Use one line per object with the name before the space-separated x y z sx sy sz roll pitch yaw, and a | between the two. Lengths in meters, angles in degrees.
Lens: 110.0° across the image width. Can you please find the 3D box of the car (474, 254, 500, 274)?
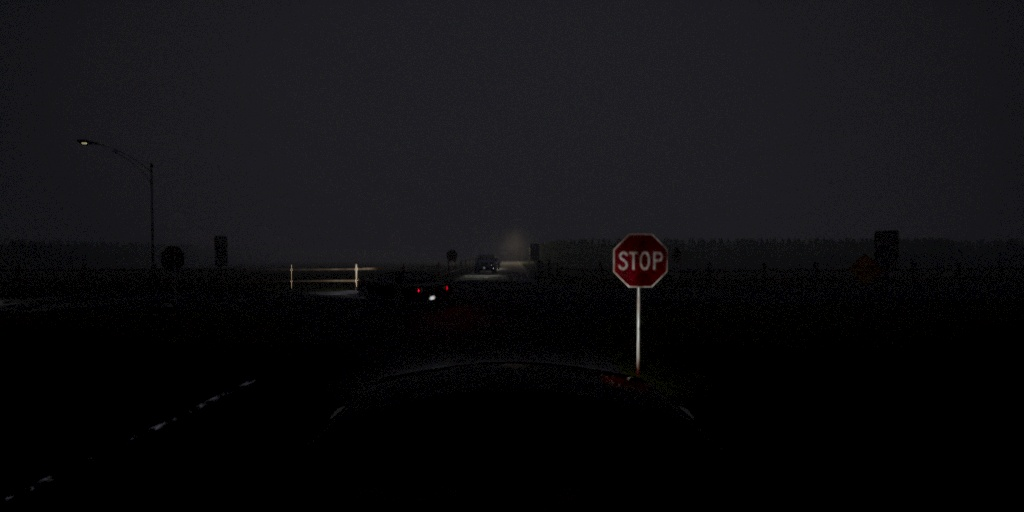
car | -2.767 0.799 38.284 2.150 2.045 5.566 0 0 0

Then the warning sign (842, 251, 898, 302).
warning sign | 14.090 0.825 14.288 1.060 1.860 1.300 0 0 -6

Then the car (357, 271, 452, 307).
car | -4.698 1.292 15.170 4.718 1.301 1.895 0 0 42
